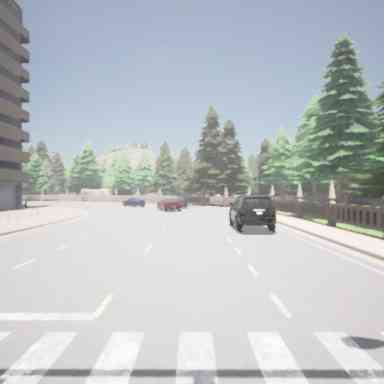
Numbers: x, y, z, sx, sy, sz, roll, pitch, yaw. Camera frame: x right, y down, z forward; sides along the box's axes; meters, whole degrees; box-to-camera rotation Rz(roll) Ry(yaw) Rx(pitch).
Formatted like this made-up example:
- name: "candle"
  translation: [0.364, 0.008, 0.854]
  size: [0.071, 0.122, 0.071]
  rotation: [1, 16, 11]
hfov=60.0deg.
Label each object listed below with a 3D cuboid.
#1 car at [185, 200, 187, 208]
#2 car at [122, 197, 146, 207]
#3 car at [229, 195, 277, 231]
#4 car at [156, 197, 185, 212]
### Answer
- name: "car"
  translation: [-2.361, 1.487, 46.712]
  size: [2.128, 1.511, 4.902]
  rotation: [0, 0, -29]
- name: "car"
  translation: [-8.801, 1.521, 50.413]
  size: [1.812, 1.442, 4.674]
  rotation: [0, 0, -41]
- name: "car"
  translation: [3.588, 1.219, 20.460]
  size: [2.150, 2.045, 5.566]
  rotation: [0, 0, 0]
- name: "car"
  translation: [-2.844, 1.474, 39.570]
  size: [1.882, 1.535, 5.008]
  rotation: [0, 0, -20]
